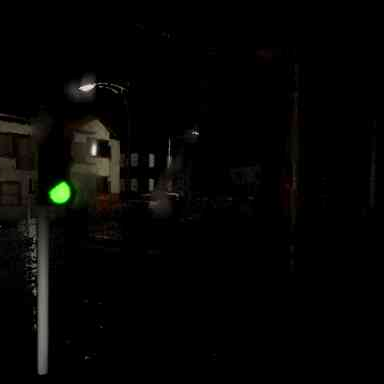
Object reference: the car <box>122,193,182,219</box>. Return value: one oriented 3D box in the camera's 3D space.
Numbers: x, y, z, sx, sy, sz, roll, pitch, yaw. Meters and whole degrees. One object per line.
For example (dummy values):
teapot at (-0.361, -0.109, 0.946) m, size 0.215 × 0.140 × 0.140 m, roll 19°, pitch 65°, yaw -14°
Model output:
car at (-3.168, 1.105, 27.695) m, size 2.150 × 2.045 × 5.566 m, roll 0°, pitch 0°, yaw 38°
